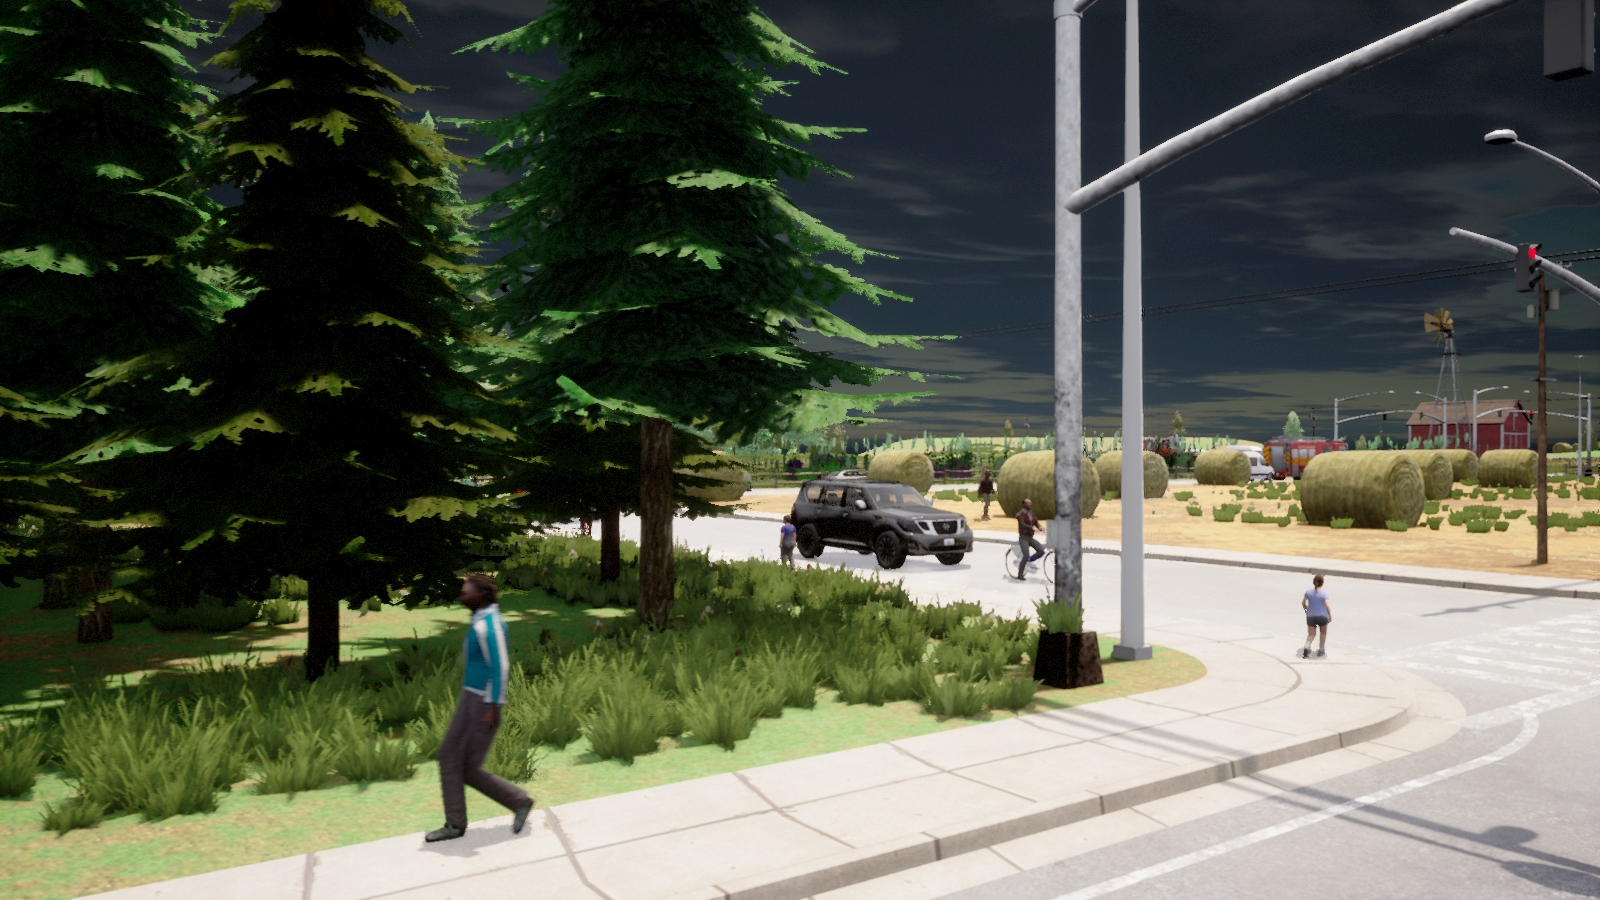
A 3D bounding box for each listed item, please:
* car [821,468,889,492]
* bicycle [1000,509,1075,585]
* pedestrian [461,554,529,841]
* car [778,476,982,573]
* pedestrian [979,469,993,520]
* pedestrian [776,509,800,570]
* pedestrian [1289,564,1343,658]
[{"bbox_3d":[3.649,1.967,75.496,4.193,1.474,1.816,0,0,-32],"label":"car"},{"bbox_3d":[5.015,2.034,24.190,0.329,1.471,1.835,0,0,-34],"label":"bicycle"},{"bbox_3d":[-2.092,1.664,7.822,0.375,1.860,0.375,0,0,-27],"label":"pedestrian"},{"bbox_3d":[1.864,1.754,28.756,2.150,2.045,5.566,0,0,-34],"label":"car"},{"bbox_3d":[6.823,1.640,41.955,0.375,1.860,0.375,0,0,-21],"label":"pedestrian"},{"bbox_3d":[-0.256,1.953,24.961,0.375,1.300,0.375,0,0,-35],"label":"pedestrian"},{"bbox_3d":[6.618,2.050,14.652,0.500,1.100,0.500,0,0,41],"label":"pedestrian"}]
